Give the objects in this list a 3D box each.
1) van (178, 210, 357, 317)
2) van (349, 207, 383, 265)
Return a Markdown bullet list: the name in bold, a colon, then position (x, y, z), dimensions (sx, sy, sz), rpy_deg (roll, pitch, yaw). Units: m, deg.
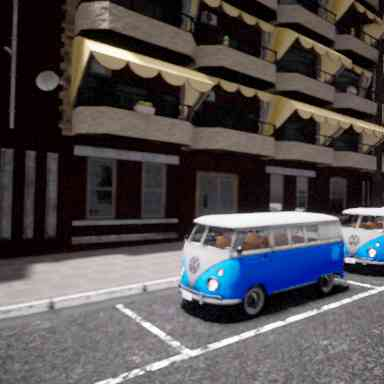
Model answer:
- **van**: position (1.636, 1.363, 7.244), dimensions (3.998, 1.788, 1.690), rpy_deg (0, 1, -36)
- **van**: position (6.134, 1.388, 10.464), dimensions (3.998, 1.788, 1.690), rpy_deg (0, 1, -36)
